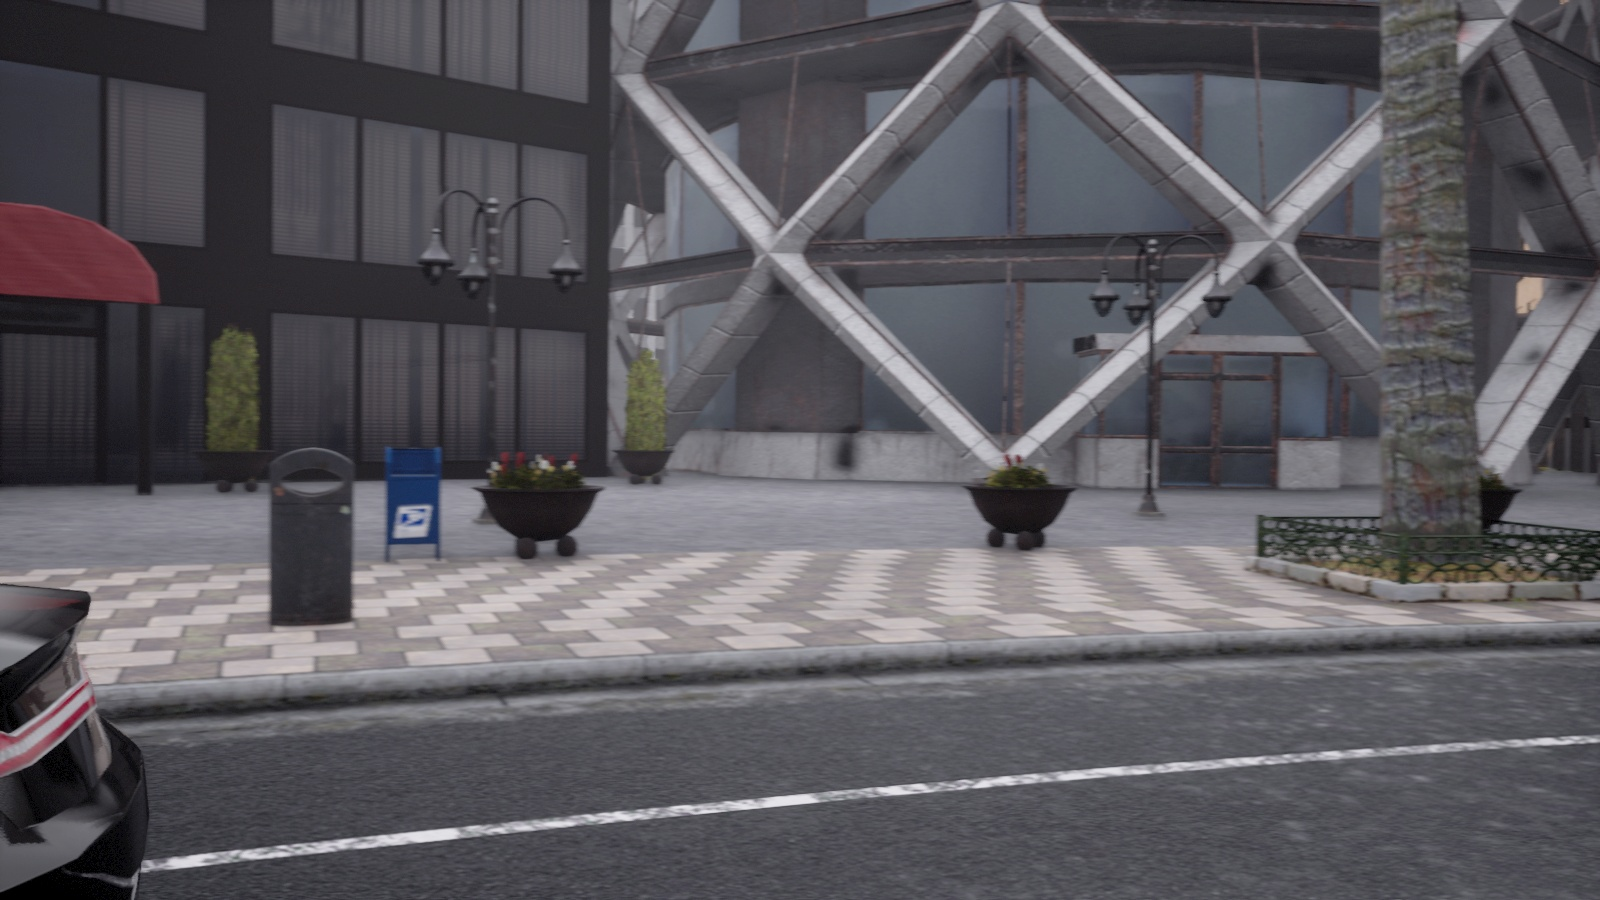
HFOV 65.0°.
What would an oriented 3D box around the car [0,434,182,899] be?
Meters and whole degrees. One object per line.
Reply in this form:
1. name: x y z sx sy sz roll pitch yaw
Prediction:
1. car: -3.628 0.762 1.716 4.902 1.511 2.128 -1 1 -24
